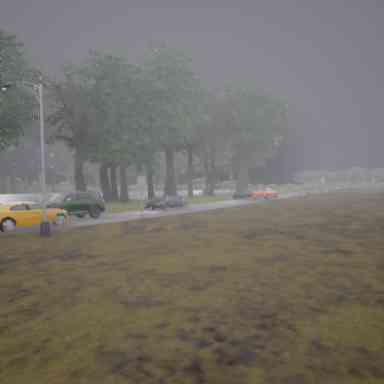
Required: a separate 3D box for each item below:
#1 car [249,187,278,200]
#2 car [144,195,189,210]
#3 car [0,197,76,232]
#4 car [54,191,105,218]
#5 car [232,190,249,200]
[{"bbox_3d":[10.223,0.107,46.384,2.097,1.767,4.553,-1,1,36],"label":"car"},{"bbox_3d":[-2.432,1.024,33.537,2.033,1.411,5.357,-1,1,34],"label":"car"},{"bbox_3d":[-9.412,1.300,18.737,1.882,1.535,5.008,-2,0,33],"label":"car"},{"bbox_3d":[-8.959,1.008,24.323,2.150,2.045,5.566,-1,0,35],"label":"car"},{"bbox_3d":[7.560,0.438,47.549,1.895,1.301,4.718,-1,1,36],"label":"car"}]
